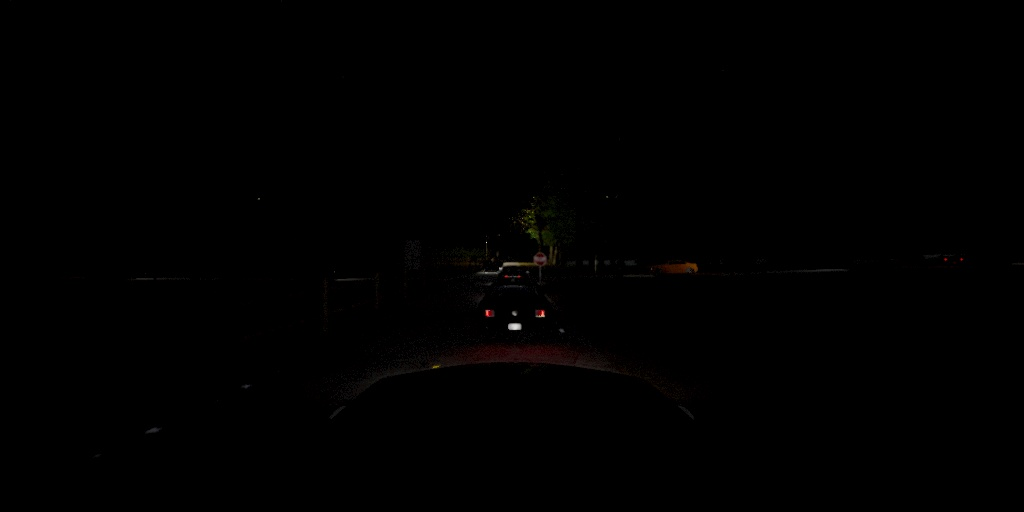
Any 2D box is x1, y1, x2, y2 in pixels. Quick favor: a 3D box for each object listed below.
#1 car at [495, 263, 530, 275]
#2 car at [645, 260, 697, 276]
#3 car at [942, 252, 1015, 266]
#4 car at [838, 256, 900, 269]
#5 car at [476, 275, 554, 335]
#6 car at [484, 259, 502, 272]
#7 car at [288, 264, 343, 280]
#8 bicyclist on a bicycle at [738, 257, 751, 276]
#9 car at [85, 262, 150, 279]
[{"bbox_3d":[0.069,1.396,23.473,1.837,1.490,4.892,0,0,0],"label":"car"},{"bbox_3d":[16.205,1.175,36.644,5.008,1.535,1.882,-1,-1,0],"label":"car"},{"bbox_3d":[44.018,0.276,33.849,4.718,1.301,1.895,-2,-1,0],"label":"car"},{"bbox_3d":[36.495,0.638,36.705,4.718,1.301,1.895,-2,-1,0],"label":"car"},{"bbox_3d":[0.082,1.412,10.761,1.895,1.301,4.718,0,0,0],"label":"car"},{"bbox_3d":[-2.847,1.539,52.058,1.812,1.442,4.674,0,0,0],"label":"car"},{"bbox_3d":[-18.371,1.487,33.584,4.674,1.442,1.812,0,-1,0],"label":"car"},{"bbox_3d":[19.881,0.927,30.671,0.582,1.620,1.656,-1,-1,0],"label":"bicyclist on a bicycle"},{"bbox_3d":[-36.830,1.354,33.542,4.892,1.490,1.837,1,-1,0],"label":"car"}]
